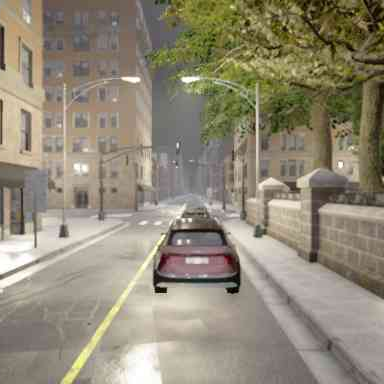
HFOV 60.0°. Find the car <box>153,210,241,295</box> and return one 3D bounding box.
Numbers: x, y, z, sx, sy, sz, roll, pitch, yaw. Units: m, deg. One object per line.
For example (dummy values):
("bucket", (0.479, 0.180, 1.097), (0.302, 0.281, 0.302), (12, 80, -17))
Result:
("car", (0.114, 1.476, 8.906), (2.033, 1.649, 4.856), (0, -1, 0))

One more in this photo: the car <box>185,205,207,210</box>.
("car", (0.289, 1.624, 22.717), (1.837, 1.490, 4.892), (0, 0, 2))
